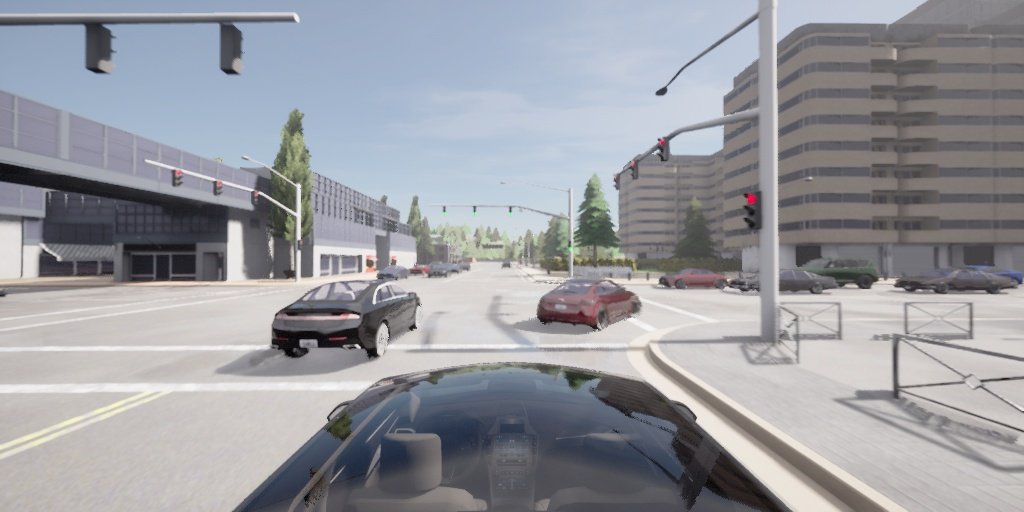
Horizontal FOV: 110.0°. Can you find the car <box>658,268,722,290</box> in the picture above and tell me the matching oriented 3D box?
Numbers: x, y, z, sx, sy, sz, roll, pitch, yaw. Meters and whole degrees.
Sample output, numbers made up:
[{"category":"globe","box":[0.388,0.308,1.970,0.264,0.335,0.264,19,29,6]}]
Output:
[{"category":"car","box":[12.139,1.500,24.175,4.181,1.385,1.994,0,0,-1]}]

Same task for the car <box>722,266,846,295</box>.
[{"category":"car","box":[15.581,1.453,20.729,5.357,1.411,2.033,0,0,-1]}]

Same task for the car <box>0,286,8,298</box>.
[{"category":"car","box":[-25.906,1.429,15.724,5.357,1.411,2.033,0,0,0]}]

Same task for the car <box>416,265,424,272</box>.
[{"category":"car","box":[-11.332,1.717,43.997,1.895,1.301,4.718,0,0,-1]}]

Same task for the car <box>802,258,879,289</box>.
[{"category":"car","box":[21.485,1.155,24.327,5.566,2.045,2.150,0,0,-1]}]

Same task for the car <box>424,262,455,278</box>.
[{"category":"car","box":[-7.766,1.634,38.818,1.994,1.385,4.181,0,0,-1]}]

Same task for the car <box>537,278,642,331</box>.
[{"category":"car","box":[2.593,1.397,11.548,1.994,1.385,4.181,-1,-1,38]}]

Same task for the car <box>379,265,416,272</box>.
[{"category":"car","box":[-11.231,1.582,34.410,2.033,1.411,5.357,0,0,0]}]

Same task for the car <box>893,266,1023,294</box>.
[{"category":"car","box":[25.654,1.450,20.887,5.357,1.411,2.033,0,0,-1]}]

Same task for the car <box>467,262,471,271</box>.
[{"category":"car","box":[-7.952,1.726,59.585,1.882,1.535,5.008,0,0,-1]}]

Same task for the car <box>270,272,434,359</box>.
[{"category":"car","box":[-3.507,1.302,8.559,2.128,1.511,4.902,0,0,-1]}]

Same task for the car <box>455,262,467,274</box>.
[{"category":"car","box":[-7.885,1.706,49.117,2.033,1.411,5.357,0,0,0]}]
